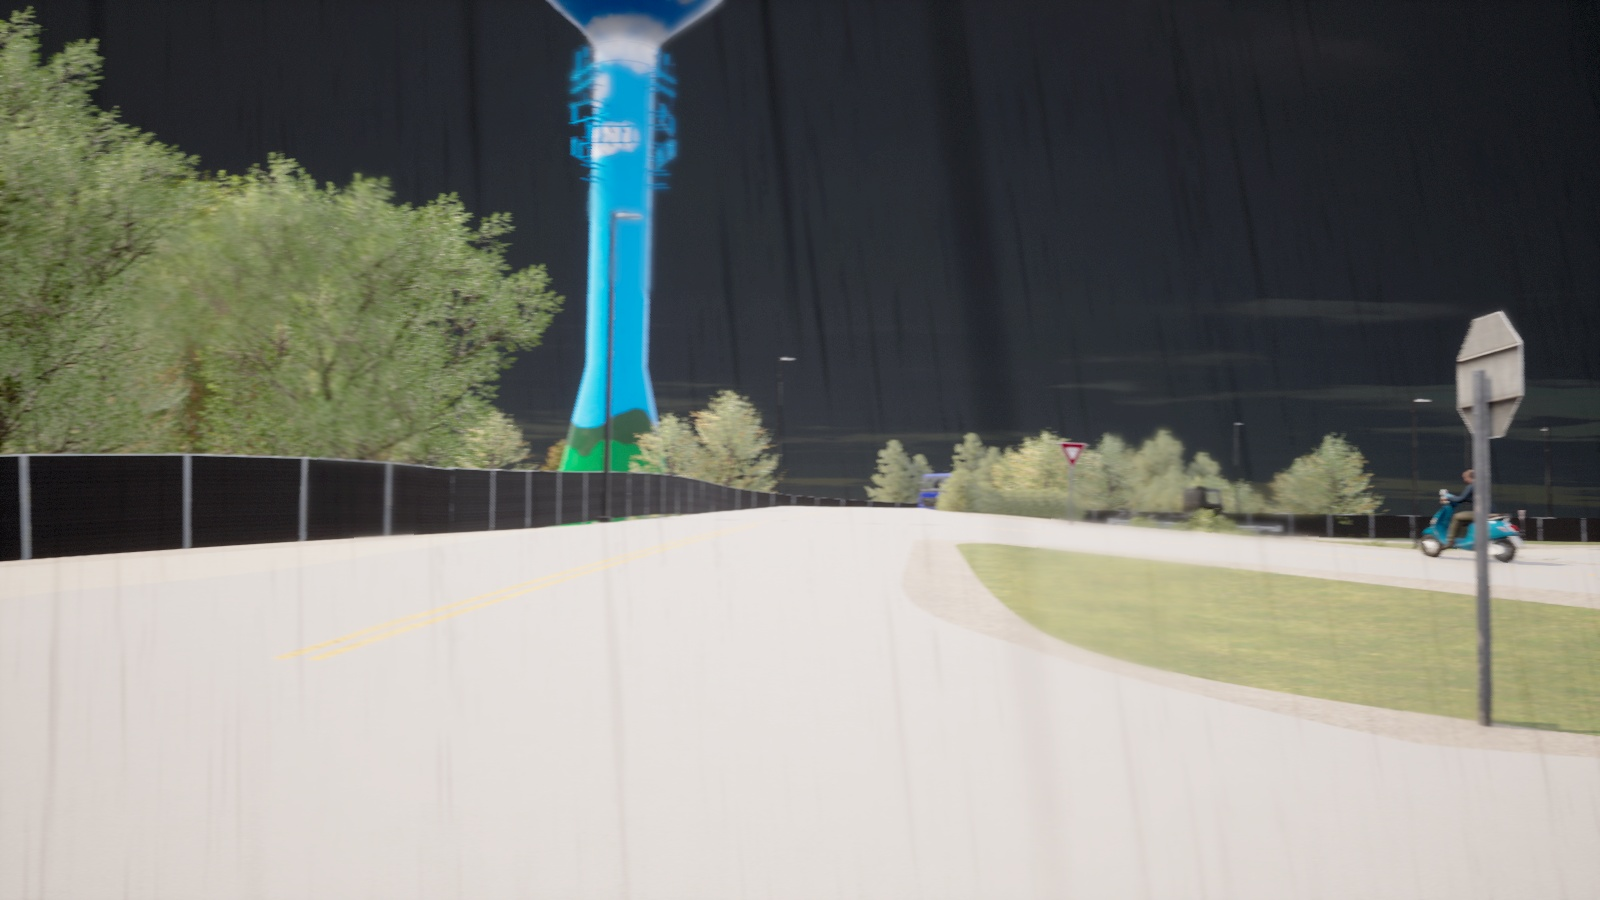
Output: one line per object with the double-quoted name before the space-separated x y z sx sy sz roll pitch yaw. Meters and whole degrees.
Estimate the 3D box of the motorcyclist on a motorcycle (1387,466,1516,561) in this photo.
"motorcyclist on a motorcycle" 11.425 1.088 22.065 0.866 1.590 1.817 2 -2 -31

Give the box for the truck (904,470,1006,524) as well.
"truck" 11.129 3.411 89.568 7.936 3.462 2.891 6 -6 -44

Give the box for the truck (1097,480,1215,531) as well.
"truck" 26.664 4.220 94.178 7.936 3.462 2.891 3 -4 -10
